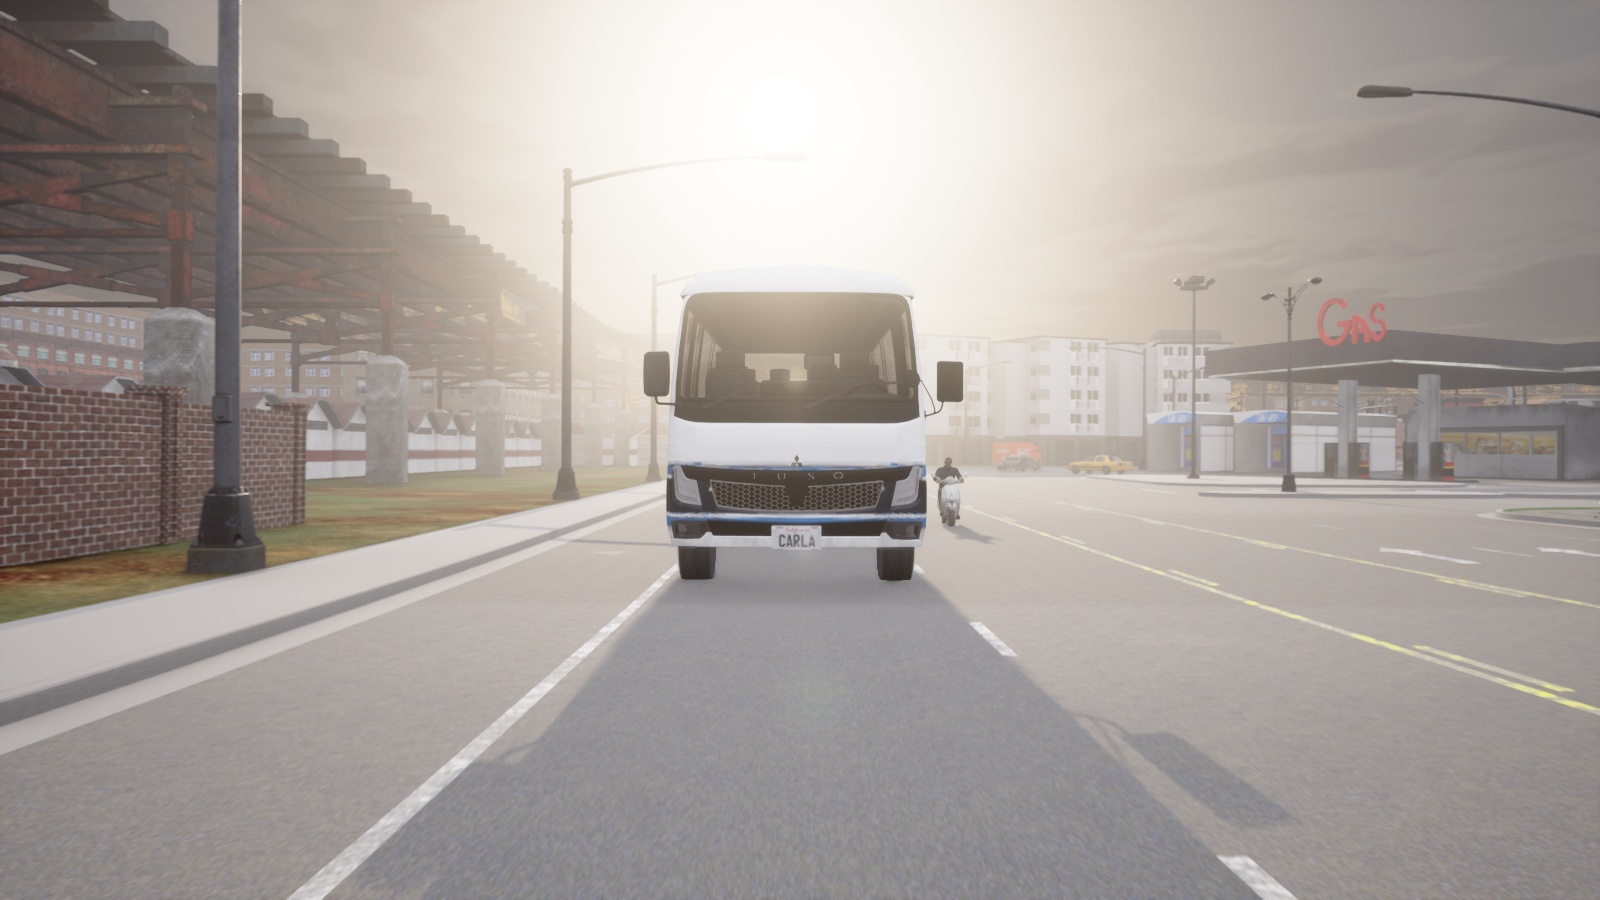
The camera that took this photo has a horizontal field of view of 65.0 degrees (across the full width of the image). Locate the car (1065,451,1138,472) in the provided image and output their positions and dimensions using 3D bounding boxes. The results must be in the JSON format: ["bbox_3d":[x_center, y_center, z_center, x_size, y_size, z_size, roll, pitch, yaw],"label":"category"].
[{"bbox_3d":[22.484,0.833,93.777,1.801,1.575,5.366,0,0,-37],"label":"car"}]

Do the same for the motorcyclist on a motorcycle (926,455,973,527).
[{"bbox_3d":[3.431,0.922,29.024,0.866,1.590,1.817,0,0,0],"label":"motorcyclist on a motorcycle"}]

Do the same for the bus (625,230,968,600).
[{"bbox_3d":[-0.052,-0.397,19.633,3.944,4.253,10.273,0,0,0],"label":"bus"}]
